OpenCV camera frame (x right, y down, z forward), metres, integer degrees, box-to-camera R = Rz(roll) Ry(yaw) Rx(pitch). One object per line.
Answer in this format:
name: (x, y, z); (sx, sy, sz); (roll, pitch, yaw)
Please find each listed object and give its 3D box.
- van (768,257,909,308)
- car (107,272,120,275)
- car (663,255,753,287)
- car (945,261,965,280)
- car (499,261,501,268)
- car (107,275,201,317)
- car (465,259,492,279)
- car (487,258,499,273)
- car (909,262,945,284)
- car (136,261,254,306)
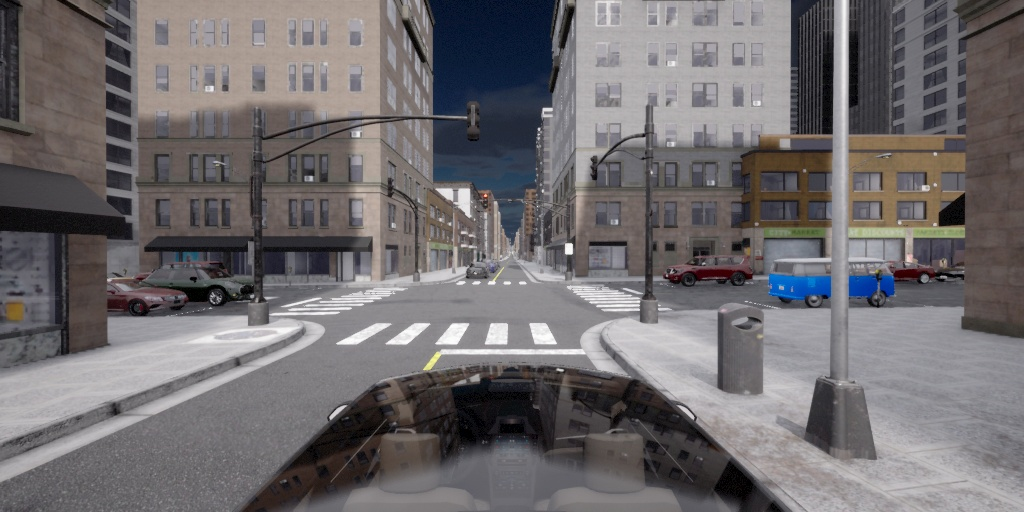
van: (12.125, 0.957, 13.676); (3.998, 1.789, 1.690); (0, 0, 0)
car: (-26.007, 1.552, 22.129); (4.829, 1.417, 1.751); (0, 0, 0)
car: (12.108, 0.872, 22.201); (5.009, 1.841, 2.192); (0, 0, 0)
car: (28.935, 0.916, 22.234); (4.313, 1.339, 1.948); (0, 0, 0)
car: (-3.056, 1.283, 53.607); (1.837, 1.490, 4.892); (0, 0, 0)
car: (-14.811, 1.528, 13.625); (4.207, 1.307, 1.802); (0, 0, 0)
car: (-3.076, 1.261, 32.603); (1.837, 1.490, 4.892); (0, 0, 0)
car: (-3.065, 1.116, 43.338); (2.097, 1.767, 4.553); (0, 0, 0)
car: (23.326, 0.964, 22.223); (4.507, 1.381, 1.888); (0, 0, 0)
car: (-14.001, 1.270, 16.267); (4.553, 1.767, 2.097); (-1, 0, 0)
